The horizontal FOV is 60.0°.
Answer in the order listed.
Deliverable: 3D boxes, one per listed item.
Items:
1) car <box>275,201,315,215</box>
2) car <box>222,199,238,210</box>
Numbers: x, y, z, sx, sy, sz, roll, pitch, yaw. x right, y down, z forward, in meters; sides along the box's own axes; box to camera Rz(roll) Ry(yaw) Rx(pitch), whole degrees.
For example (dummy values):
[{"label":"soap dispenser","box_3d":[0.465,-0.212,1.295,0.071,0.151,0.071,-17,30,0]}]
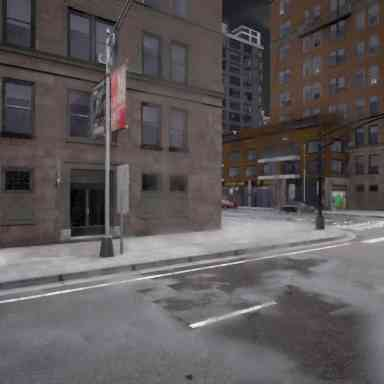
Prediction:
[{"label":"car","box_3d":[10.548,1.580,34.281,1.947,1.339,4.313,0,0,-35]},{"label":"car","box_3d":[4.189,1.593,43.285,1.802,1.307,4.206,0,0,-35]}]
